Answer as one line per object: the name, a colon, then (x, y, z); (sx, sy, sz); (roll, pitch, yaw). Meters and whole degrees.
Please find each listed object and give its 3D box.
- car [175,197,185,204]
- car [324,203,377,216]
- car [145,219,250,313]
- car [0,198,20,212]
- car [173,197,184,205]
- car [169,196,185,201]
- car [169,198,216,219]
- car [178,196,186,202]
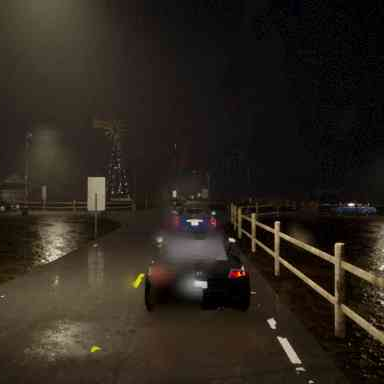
car: (-2.628, 1.879, 75.225); (1.994, 1.385, 4.181); (0, 0, 0)
car: (17.908, 1.950, 37.662); (5.357, 1.411, 2.033); (1, -2, 0)
car: (0.110, 1.573, 7.749); (1.994, 1.385, 4.181); (0, 0, 0)
car: (-20.255, 1.292, 34.093); (4.892, 1.490, 1.837); (1, -2, 0)
car: (-2.687, 1.731, 65.274); (1.882, 1.535, 5.008); (0, 0, 1)
car: (-2.754, 1.681, 55.471); (2.128, 1.511, 4.902); (0, 0, 0)
car: (0.122, 1.380, 16.392); (2.097, 1.767, 4.553); (0, 0, 0)
car: (-2.606, 1.861, 87.437); (1.882, 1.535, 5.008); (0, 0, 0)
